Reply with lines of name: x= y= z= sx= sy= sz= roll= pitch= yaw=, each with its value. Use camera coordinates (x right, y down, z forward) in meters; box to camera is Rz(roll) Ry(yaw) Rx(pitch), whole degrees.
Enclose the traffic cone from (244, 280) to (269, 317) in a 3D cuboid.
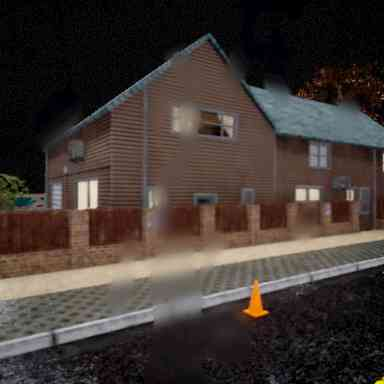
traffic cone: x=1.190 y=1.932 z=6.157 sx=0.340 sy=0.580 sz=0.340 roll=0 pitch=0 yaw=-34
